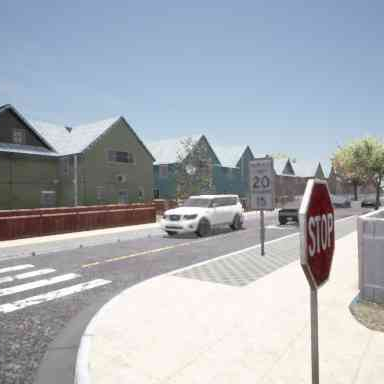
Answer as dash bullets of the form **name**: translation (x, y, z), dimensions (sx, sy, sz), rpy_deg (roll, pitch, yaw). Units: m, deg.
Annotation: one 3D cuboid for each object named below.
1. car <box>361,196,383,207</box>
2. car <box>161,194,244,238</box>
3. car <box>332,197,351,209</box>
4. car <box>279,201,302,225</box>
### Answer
- **car**: translation (23.248, 1.221, 42.952), dimensions (1.994, 1.385, 4.181), rpy_deg (-2, -1, 37)
- **car**: translation (0.763, 1.172, 17.889), dimensions (2.150, 2.045, 5.566), rpy_deg (-2, -1, 37)
- **car**: translation (18.232, 1.300, 41.047), dimensions (2.033, 1.411, 5.357), rpy_deg (-2, -1, 37)
- **car**: translation (7.214, 1.326, 21.565), dimensions (1.837, 1.490, 4.892), rpy_deg (-2, -1, 37)
